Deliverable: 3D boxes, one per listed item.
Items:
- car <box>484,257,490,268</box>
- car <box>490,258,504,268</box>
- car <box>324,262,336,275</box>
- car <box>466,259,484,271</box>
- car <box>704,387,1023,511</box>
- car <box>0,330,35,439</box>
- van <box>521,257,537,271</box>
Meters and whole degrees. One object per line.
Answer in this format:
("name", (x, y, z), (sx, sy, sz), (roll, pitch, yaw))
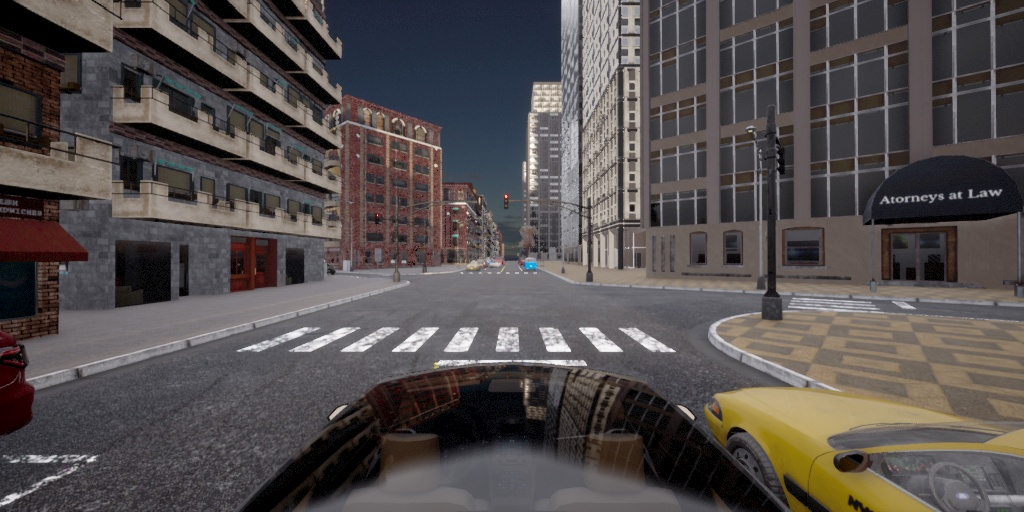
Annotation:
("car", (-5.340, 1.260, 61.212), (1.967, 1.591, 4.097), (0, 0, 0))
("car", (-2.850, 1.424, 62.422), (1.895, 1.301, 4.718), (0, 0, 0))
("car", (-22.368, 1.456, 41.805), (4.892, 1.490, 1.837), (-1, -1, 41))
("car", (-5.335, 1.321, 49.937), (1.751, 1.417, 4.829), (0, 0, 0))
("car", (2.566, 1.275, 1.287), (1.751, 1.417, 4.829), (0, 0, 0))
("car", (-5.314, 1.065, 1.107), (2.192, 1.841, 5.009), (0, 0, 0))
("van", (2.545, 1.136, 50.110), (1.690, 1.789, 3.998), (0, 0, 0))
